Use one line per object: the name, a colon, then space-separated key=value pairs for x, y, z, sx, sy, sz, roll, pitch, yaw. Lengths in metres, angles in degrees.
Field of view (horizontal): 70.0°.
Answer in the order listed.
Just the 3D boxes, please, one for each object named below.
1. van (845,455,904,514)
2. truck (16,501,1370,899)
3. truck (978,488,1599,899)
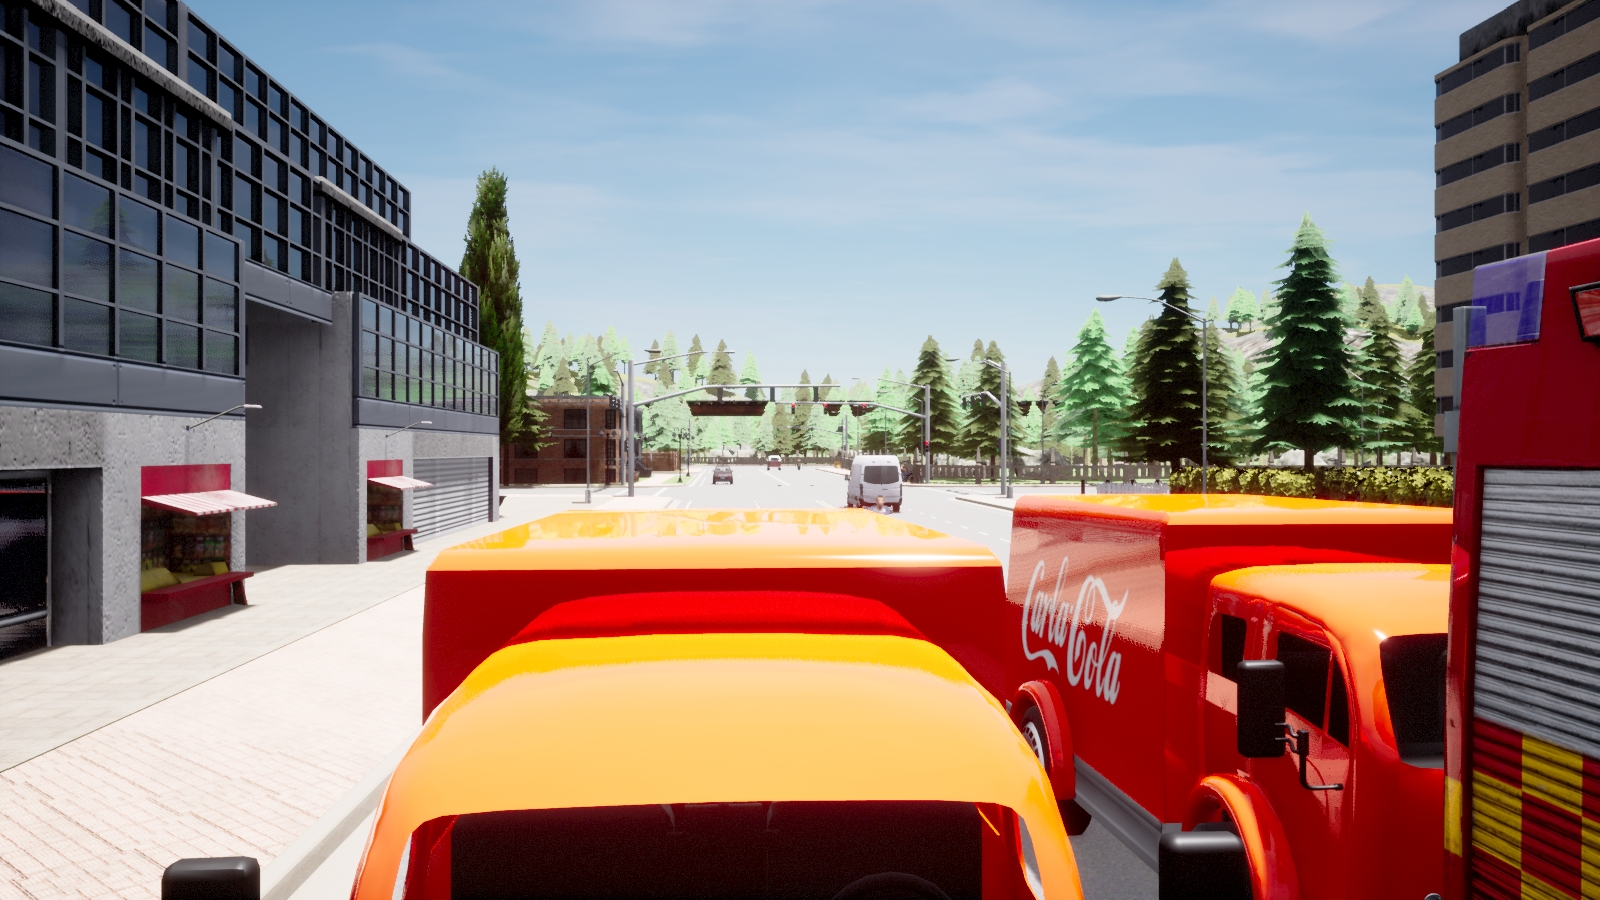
van: x=3.411 y=1.534 z=53.444 sx=1.988 sy=2.561 sz=5.915 roll=0 pitch=0 yaw=-4
truck: x=-0.347 y=1.568 z=4.821 sx=2.627 sy=2.467 sz=5.204 roll=0 pitch=0 yaw=-4
truck: x=3.003 y=1.568 z=7.234 sx=2.627 sy=2.467 sz=5.204 roll=0 pitch=0 yaw=-4
